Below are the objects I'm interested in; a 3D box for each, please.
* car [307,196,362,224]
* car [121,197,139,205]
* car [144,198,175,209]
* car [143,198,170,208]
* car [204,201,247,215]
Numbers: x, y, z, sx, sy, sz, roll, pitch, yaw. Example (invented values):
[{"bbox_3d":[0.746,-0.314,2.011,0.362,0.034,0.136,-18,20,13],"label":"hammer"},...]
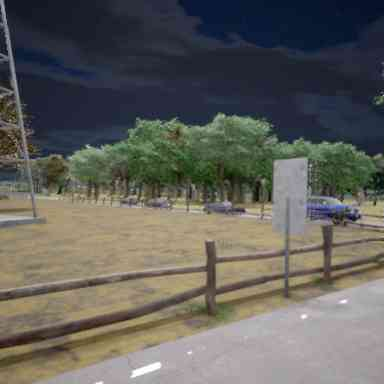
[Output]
[{"bbox_3d":[10.425,1.370,26.291,2.150,2.045,5.566,2,-1,-35],"label":"car"},{"bbox_3d":[-11.673,1.697,62.099,2.128,1.511,4.902,2,-1,-36],"label":"car"},{"bbox_3d":[-4.263,1.627,46.872,2.128,1.511,4.902,2,-1,-36],"label":"car"},{"bbox_3d":[-5.812,1.773,53.989,2.033,1.411,5.357,2,-1,-35],"label":"car"},{"bbox_3d":[3.514,1.692,35.968,2.033,1.411,5.357,2,-1,-36],"label":"car"}]
